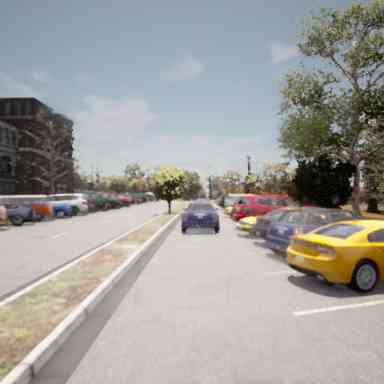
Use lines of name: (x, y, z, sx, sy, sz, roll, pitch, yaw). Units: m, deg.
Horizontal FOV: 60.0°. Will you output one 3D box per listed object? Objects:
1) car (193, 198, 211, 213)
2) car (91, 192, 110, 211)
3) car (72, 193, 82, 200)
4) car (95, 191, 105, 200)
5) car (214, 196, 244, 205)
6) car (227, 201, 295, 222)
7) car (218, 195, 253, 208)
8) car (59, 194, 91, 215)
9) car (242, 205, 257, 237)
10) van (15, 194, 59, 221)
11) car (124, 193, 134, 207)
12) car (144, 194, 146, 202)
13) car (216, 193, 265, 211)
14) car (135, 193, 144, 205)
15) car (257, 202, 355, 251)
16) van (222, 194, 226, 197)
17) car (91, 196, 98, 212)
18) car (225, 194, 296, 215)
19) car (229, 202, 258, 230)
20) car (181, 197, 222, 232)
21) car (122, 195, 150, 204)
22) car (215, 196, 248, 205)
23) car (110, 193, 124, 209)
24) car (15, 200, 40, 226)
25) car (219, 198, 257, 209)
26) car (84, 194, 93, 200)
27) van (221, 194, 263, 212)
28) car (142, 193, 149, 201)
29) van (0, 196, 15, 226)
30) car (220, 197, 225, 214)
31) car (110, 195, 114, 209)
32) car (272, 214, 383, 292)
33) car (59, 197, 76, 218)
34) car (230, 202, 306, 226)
car: (1.141, 1.474, 38.138, 1.882, 1.535, 5.008, 0, 0, 2)
car: (-12.396, 1.217, 36.980, 5.566, 2.045, 2.435, -1, 0, -18)
car: (-29.196, 1.144, 84.429, 2.231, 1.521, 4.892, 0, -1, -17)
car: (-23.271, 0.887, 84.116, 2.435, 2.045, 5.566, 1, -1, -17)
car: (6.692, 1.478, 60.485, 4.892, 1.521, 2.231, 1, 0, -18)
car: (5.482, 1.512, 26.530, 4.792, 1.488, 2.163, 1, 0, -18)
car: (6.178, 1.353, 47.335, 4.553, 1.767, 2.185, 1, 0, -18)
car: (-12.617, 1.217, 30.976, 5.566, 2.045, 2.435, -1, 0, -18)
car: (5.056, 1.485, 14.632, 4.892, 1.521, 2.231, 1, 0, -18)
van: (-12.703, 1.240, 25.020, 4.442, 1.987, 1.878, -1, 0, -18)
car: (-11.901, 1.216, 49.026, 5.566, 2.045, 2.435, -1, 0, -18)
car: (-11.440, 1.505, 61.057, 4.674, 1.452, 2.002, -1, 0, -18)
car: (6.020, 1.229, 41.402, 5.566, 2.045, 2.435, 1, 0, -18)
car: (-11.567, 1.468, 58.034, 5.008, 1.535, 2.097, -1, 0, -18)
car: (4.957, 1.359, 11.656, 4.553, 1.767, 2.185, 1, 0, -18)
van: (5.563, 1.253, 32.426, 4.442, 1.987, 1.878, 1, 0, -18)
car: (-12.482, 1.468, 33.992, 5.008, 1.535, 2.097, -1, 0, -18)
car: (5.275, 1.232, 20.582, 5.566, 2.045, 2.435, 1, 0, -18)
car: (4.975, 1.478, 17.538, 5.366, 1.575, 1.946, 1, 0, -18)
car: (0.516, 1.351, 20.083, 2.097, 1.767, 4.553, 0, 0, 2)
car: (-11.371, 1.442, 67.034, 5.366, 1.575, 1.946, -1, 1, -18)
car: (6.746, 1.477, 57.156, 5.366, 1.575, 1.946, 1, 0, -18)
car: (-12.125, 1.216, 43.016, 5.566, 2.045, 2.435, -1, 0, -18)
car: (-12.944, 1.497, 21.957, 4.792, 1.488, 2.163, -1, 0, -18)
car: (6.100, 1.519, 44.364, 4.674, 1.452, 2.002, 1, 0, -18)
car: (-26.242, 1.181, 84.284, 2.002, 1.452, 4.674, 1, -1, -17)
van: (5.774, 1.253, 38.378, 4.442, 1.987, 1.878, 1, 0, -18)
car: (-11.344, 1.206, 64.056, 5.566, 2.045, 2.435, -1, 0, -18)
van: (-12.914, 1.240, 18.999, 4.442, 1.987, 1.878, -1, 0, -18)
car: (5.385, 1.476, 29.433, 5.366, 1.575, 1.946, 1, 0, -18)
car: (-12.230, 1.497, 40.010, 4.792, 1.488, 2.163, -1, 0, -18)
car: (4.913, 1.485, 8.700, 5.008, 1.535, 2.097, 1, 0, -19)
car: (-12.703, 1.467, 27.986, 5.008, 1.535, 2.097, -1, 0, -18)
car: (5.323, 1.511, 23.531, 4.792, 1.488, 2.163, 1, 0, -18)
